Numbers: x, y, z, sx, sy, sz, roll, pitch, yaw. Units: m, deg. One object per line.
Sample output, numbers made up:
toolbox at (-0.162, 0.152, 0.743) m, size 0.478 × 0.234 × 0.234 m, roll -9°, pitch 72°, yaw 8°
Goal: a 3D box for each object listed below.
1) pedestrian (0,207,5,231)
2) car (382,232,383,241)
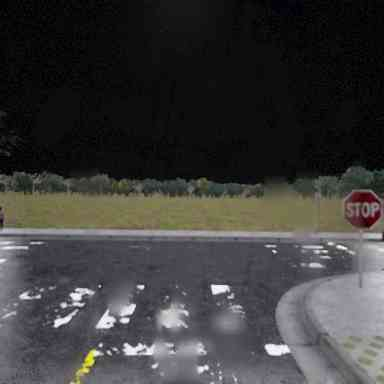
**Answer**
pedestrian at (-9.688, 1.018, 16.906) m, size 0.375 × 1.860 × 0.375 m, roll 0°, pitch -1°, yaw 0°
car at (10.480, 1.738, 14.113) m, size 4.181 × 1.385 × 1.994 m, roll 1°, pitch 0°, yaw 0°
